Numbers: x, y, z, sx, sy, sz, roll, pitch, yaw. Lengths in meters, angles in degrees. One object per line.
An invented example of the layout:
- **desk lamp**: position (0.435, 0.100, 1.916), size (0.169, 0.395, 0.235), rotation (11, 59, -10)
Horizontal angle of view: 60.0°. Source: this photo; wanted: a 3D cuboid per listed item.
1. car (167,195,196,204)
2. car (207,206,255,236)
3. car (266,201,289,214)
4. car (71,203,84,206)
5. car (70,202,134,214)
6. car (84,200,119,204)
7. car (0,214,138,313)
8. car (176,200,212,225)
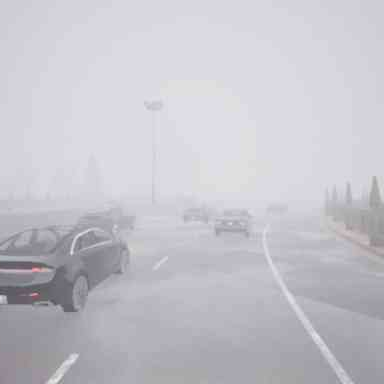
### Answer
- **car**: position (-1.356, 1.504, 47.419), size (2.150, 2.045, 5.566), rotation (0, -1, 30)
- **car**: position (2.492, 1.632, 18.955), size (2.033, 1.411, 5.357), rotation (0, 0, 14)
- **car**: position (9.910, 1.751, 38.464), size (1.812, 1.442, 4.674), rotation (0, -1, 27)
- **car**: position (-12.510, 1.794, 40.580), size (1.895, 1.301, 4.718), rotation (0, -1, 24)
- **car**: position (-4.619, 1.566, 18.931), size (1.837, 1.490, 4.892), rotation (0, 0, 12)
- **car**: position (-9.697, 1.658, 38.186), size (1.882, 1.535, 5.008), rotation (0, -1, 23)
- **car**: position (-2.872, 1.505, 7.712), size (2.128, 1.511, 4.902), rotation (0, 0, 5)
- **car**: position (0.742, 1.607, 25.449), size (2.128, 1.511, 4.902), rotation (0, 0, 17)
